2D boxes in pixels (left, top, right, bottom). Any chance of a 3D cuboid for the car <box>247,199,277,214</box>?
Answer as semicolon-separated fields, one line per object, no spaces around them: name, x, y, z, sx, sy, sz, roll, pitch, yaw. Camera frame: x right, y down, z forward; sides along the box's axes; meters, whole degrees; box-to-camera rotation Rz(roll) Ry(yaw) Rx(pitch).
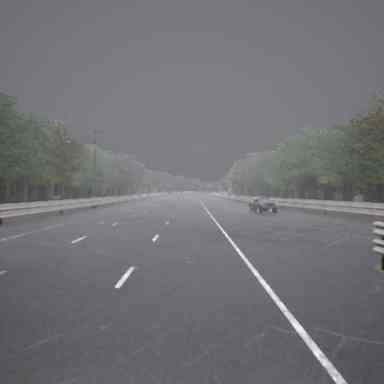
car;7.216;1.452;34.391;1.837;1.490;4.892;0;0;-9
